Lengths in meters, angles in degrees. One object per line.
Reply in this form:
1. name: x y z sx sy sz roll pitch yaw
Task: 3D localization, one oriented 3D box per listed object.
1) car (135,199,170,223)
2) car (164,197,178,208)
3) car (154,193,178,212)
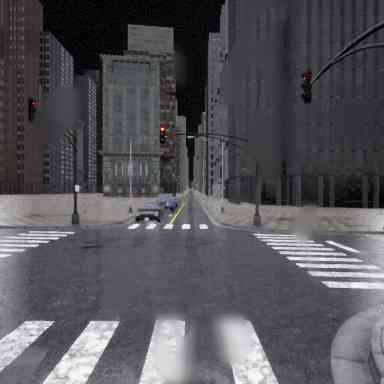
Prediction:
1. car: -3.161 1.547 26.112 2.033 1.411 5.357 0 0 1
2. car: -3.118 1.478 50.266 1.882 1.535 5.008 0 0 0
3. car: -3.120 1.224 38.958 2.150 2.045 5.566 0 0 0
